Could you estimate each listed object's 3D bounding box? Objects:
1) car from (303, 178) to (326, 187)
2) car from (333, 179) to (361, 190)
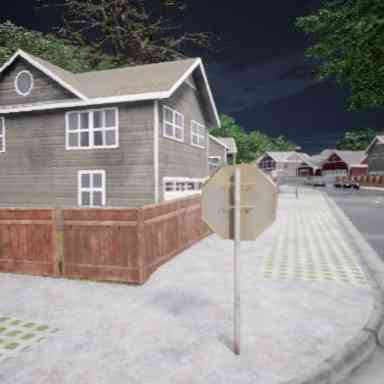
[{"bbox_3d":[18.852,-1.442,51.513,1.994,1.385,4.181,0,3,-7],"label":"car"},{"bbox_3d":[19.110,-0.925,41.389,1.895,1.301,4.718,0,3,6],"label":"car"}]
